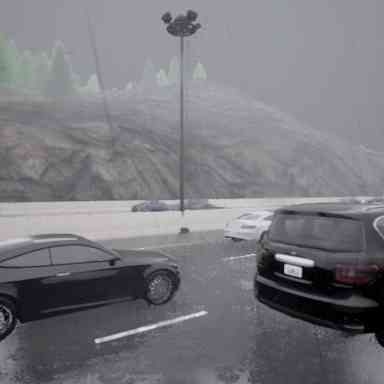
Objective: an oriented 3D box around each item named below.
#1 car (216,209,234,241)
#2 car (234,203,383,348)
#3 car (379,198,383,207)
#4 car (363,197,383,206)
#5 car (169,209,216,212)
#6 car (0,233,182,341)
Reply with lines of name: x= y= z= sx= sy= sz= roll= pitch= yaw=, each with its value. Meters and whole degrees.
car: x=3.538 y=1.527 z=14.875 sx=4.674 sy=1.442 sz=1.812 roll=0 pitch=0 yaw=-36
car: x=3.638 y=1.222 z=6.346 sx=5.566 sy=2.045 sz=2.150 roll=0 pitch=0 yaw=-36
car: x=31.429 y=1.568 z=52.163 sx=4.181 sy=1.385 sz=1.994 roll=0 pitch=0 yaw=-35
car: x=31.488 y=1.551 z=56.467 sx=5.357 sy=1.411 sz=2.033 roll=0 pitch=0 yaw=-35
car: x=0.707 y=1.566 z=26.000 sx=4.181 sy=1.385 sz=1.994 roll=0 pitch=0 yaw=-36
car: x=-2.398 y=1.526 z=6.336 sx=4.674 sy=1.442 sz=1.812 roll=0 pitch=0 yaw=-36
